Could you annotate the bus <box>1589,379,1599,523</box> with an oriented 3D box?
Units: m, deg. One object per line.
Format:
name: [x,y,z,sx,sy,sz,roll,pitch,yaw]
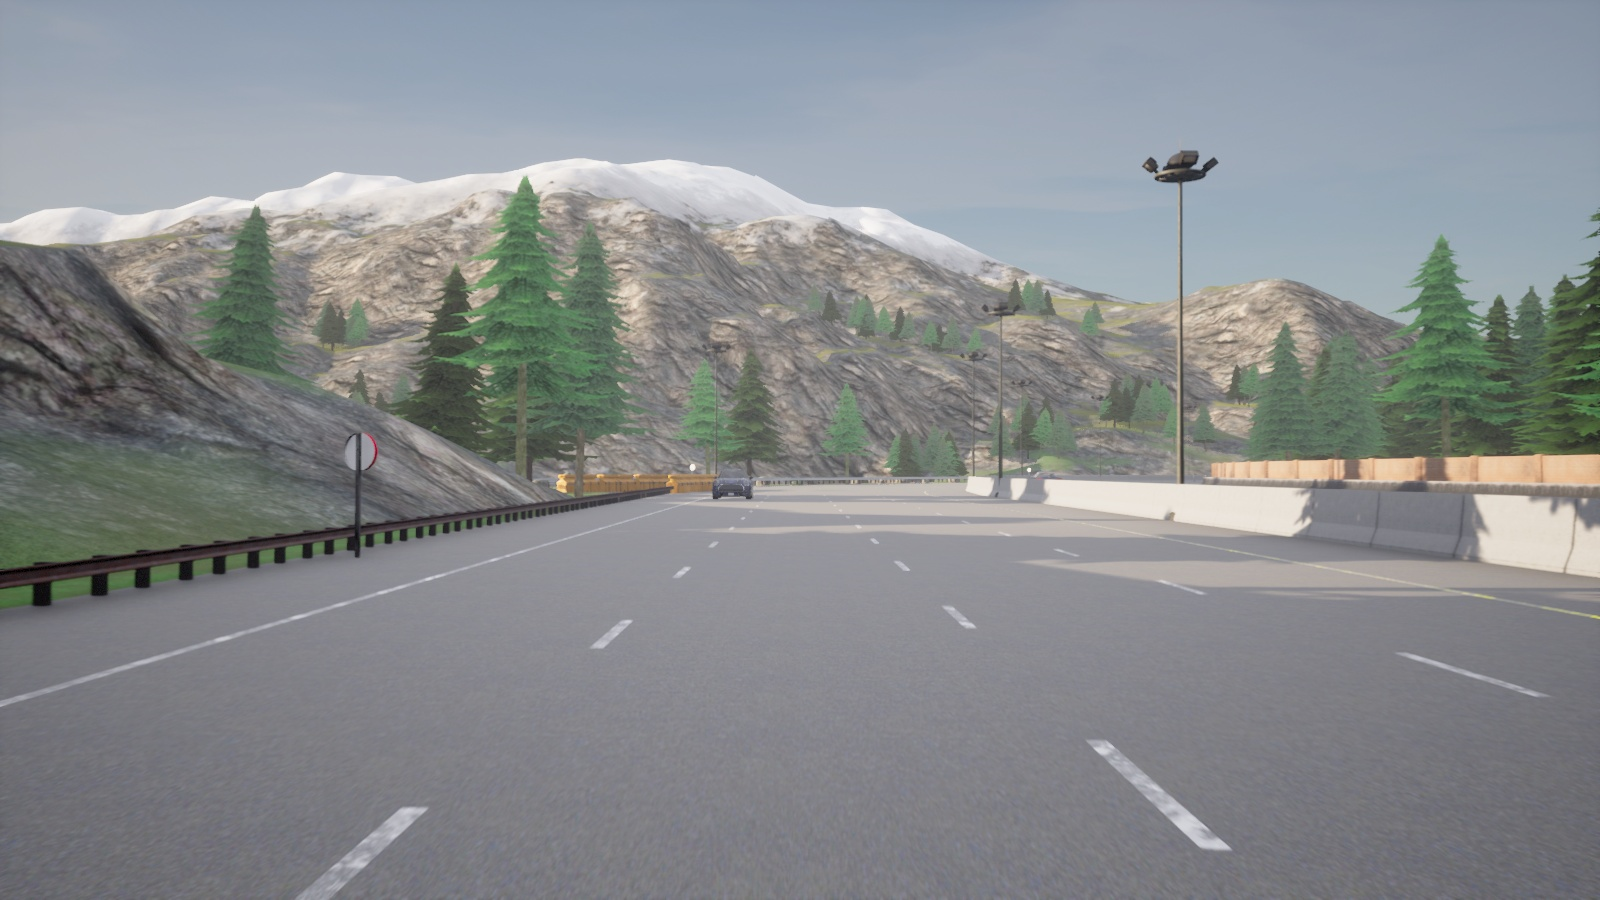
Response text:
bus: [28.607,-0.088,35.398,10.273,4.253,3.944,-1,0,40]

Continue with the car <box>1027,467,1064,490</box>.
car: [17.941,2.059,91.861,2.152,1.651,5.027,0,-1,5]

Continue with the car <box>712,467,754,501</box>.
car: [-3.668,1.848,69.299,2.097,1.767,4.553,0,-1,0]
